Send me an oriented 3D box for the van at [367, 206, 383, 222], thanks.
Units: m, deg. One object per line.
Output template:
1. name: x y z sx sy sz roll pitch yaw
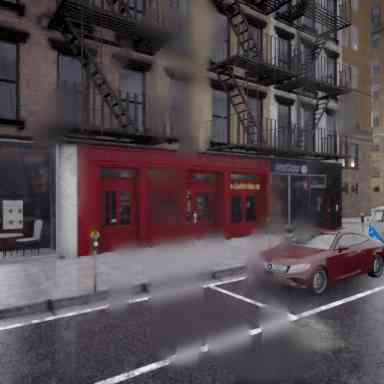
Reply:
1. van: 7.832 1.340 11.747 3.998 1.788 1.690 0 0 -35

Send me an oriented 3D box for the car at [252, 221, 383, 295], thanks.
1. car: 3.424 1.581 8.618 4.206 1.307 1.802 0 0 -35
